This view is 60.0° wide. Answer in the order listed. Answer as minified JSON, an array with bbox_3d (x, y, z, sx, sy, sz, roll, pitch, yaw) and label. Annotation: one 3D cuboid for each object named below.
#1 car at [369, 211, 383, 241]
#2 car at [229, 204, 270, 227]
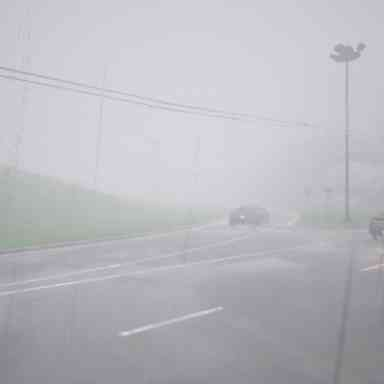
[{"bbox_3d":[9.960,1.455,15.134,4.902,1.511,2.128,0,0,-35],"label":"car"},{"bbox_3d":[4.020,1.527,22.695,1.994,1.385,4.181,0,0,25],"label":"car"}]
